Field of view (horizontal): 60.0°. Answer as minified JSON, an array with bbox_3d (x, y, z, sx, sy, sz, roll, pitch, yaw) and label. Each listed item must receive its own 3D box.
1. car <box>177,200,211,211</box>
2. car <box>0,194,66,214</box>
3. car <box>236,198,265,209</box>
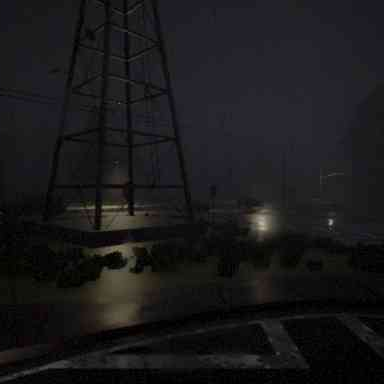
[{"bbox_3d":[0.223,1.554,37.322,4.181,1.385,1.994,0,0,-45],"label":"car"},{"bbox_3d":[-13.763,1.238,28.599,5.566,2.045,2.150,0,0,-44],"label":"car"},{"bbox_3d":[7.922,1.487,44.930,4.902,1.511,2.128,0,0,-44],"label":"car"}]
